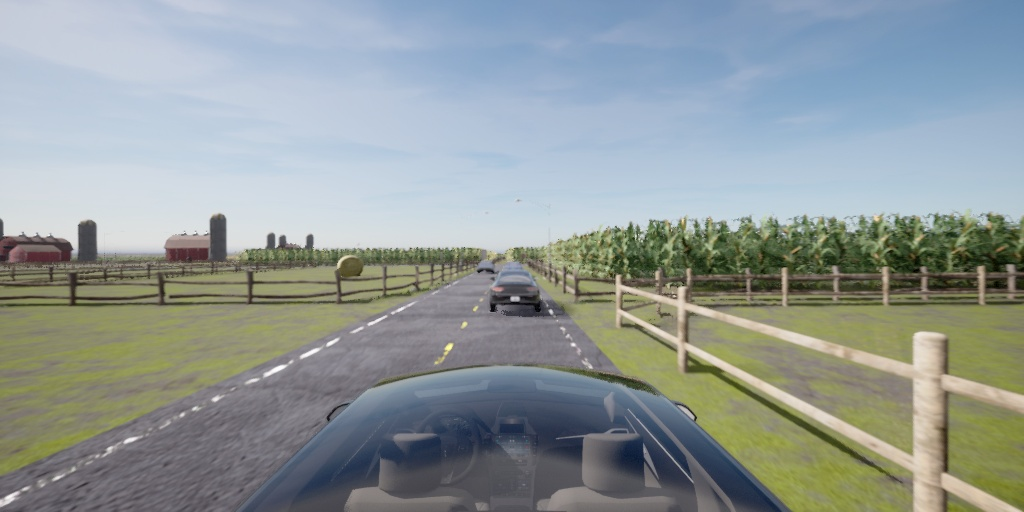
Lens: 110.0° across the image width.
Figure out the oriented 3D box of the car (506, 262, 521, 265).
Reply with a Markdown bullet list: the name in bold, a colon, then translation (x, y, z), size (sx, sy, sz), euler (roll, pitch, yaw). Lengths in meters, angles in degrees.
- **car**: translation (0.115, 1.236, 34.694), size (2.033, 1.411, 5.357), euler (0, 0, 0)

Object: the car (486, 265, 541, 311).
- **car**: translation (0.107, 1.251, 14.189), size (1.812, 1.442, 4.674), euler (0, 0, 0)

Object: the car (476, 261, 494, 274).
- **car**: translation (-2.830, 1.227, 39.990), size (2.033, 1.411, 5.357), euler (0, 0, 0)
